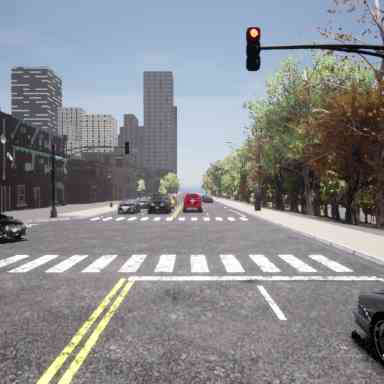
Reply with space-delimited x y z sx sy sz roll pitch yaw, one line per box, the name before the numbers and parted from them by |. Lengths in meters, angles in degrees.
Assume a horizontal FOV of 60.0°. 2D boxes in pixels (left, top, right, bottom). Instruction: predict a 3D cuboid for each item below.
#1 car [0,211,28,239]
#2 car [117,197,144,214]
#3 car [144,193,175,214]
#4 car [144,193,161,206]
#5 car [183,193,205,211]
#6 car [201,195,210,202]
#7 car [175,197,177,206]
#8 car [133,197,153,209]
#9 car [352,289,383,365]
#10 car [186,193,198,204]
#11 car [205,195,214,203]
car | -9.893 1.547 15.750 4.892 1.490 1.837 -2 -2 28
car | -6.661 1.481 35.573 2.128 1.511 4.902 0 0 0
car | -3.421 1.210 35.900 2.150 2.045 5.566 0 0 1
car | -6.694 1.201 56.663 2.150 2.045 5.566 0 0 1
car | 0.051 1.210 40.163 2.150 2.045 5.566 0 0 -1
car | 3.103 1.447 75.908 1.882 1.535 5.008 0 0 0
car | -3.425 1.462 45.898 1.882 1.535 5.008 0 0 0
car | -6.675 1.476 45.974 2.128 1.511 4.902 0 0 0
car | 3.345 1.547 2.563 2.033 1.411 5.357 0 0 0
car | -0.029 1.199 65.872 2.150 2.045 5.566 0 0 0
car | 3.223 1.539 65.880 1.994 1.385 4.181 0 0 0
